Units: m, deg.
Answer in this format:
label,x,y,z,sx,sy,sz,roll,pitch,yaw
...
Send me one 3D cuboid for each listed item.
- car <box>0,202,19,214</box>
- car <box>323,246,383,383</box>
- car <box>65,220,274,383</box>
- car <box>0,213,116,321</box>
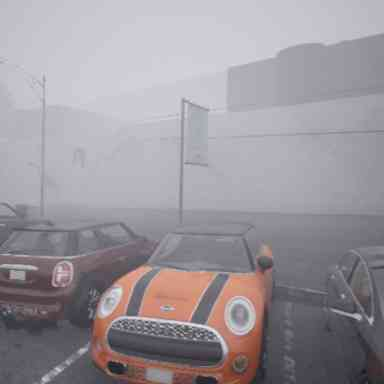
label,x,y,z,sx,sy,sz,roll,pitch,yaw
car,-7.064,1.269,10.902,2.435,2.045,5.566,0,-1,16
car,2.697,1.489,3.882,2.231,1.521,4.892,0,-1,16
car,0.266,1.367,5.657,2.185,1.767,4.553,0,-1,16
car,-2.198,1.372,7.345,2.185,1.767,4.553,0,-1,16
